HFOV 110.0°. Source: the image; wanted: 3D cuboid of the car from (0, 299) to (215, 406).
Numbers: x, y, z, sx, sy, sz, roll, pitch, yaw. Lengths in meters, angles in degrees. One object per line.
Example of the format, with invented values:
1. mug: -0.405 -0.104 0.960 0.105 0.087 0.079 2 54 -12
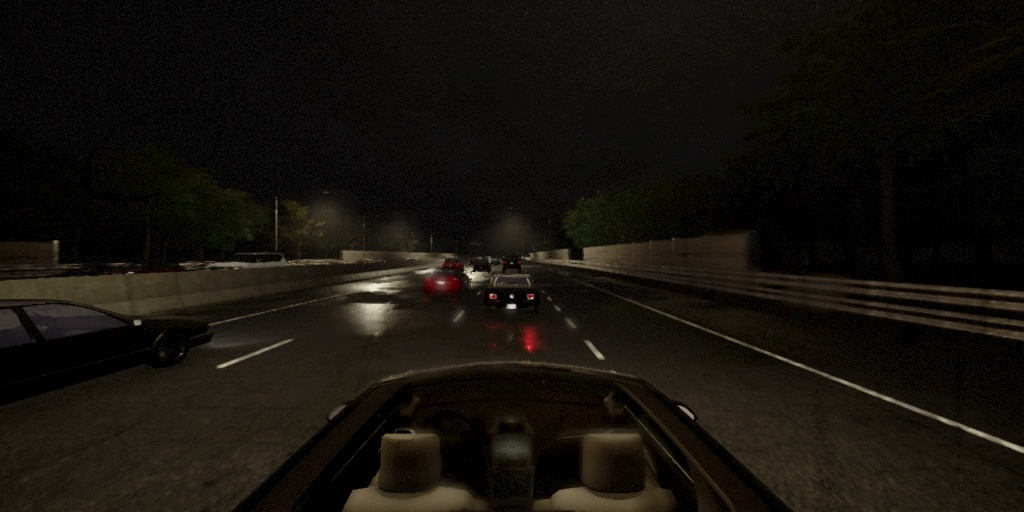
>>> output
1. car: -7.000 1.296 4.806 2.033 1.411 5.357 0 0 0

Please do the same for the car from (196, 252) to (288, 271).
1. car: -17.508 0.761 24.032 2.150 2.045 5.566 0 0 0

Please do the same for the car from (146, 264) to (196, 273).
1. car: -21.008 1.382 24.030 1.895 1.301 4.718 0 0 0

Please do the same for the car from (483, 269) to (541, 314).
1. car: -0.003 1.345 13.825 1.895 1.301 4.718 0 0 0

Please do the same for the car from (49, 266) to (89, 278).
1. car: -28.008 1.340 24.058 1.994 1.385 4.181 0 0 0

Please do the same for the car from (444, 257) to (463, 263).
1. car: -7.015 1.045 42.983 2.097 1.767 4.553 0 0 0

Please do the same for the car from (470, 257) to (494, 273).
1. car: -3.515 1.171 43.058 1.882 1.535 5.008 0 0 0

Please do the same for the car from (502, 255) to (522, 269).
1. car: -0.015 0.915 43.096 2.150 2.045 5.566 0 0 0

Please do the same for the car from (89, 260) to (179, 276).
1. car: -24.508 1.147 24.089 2.097 1.767 4.553 0 0 0

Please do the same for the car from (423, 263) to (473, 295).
1. car: -3.507 1.301 19.796 1.994 1.385 4.181 0 0 0
